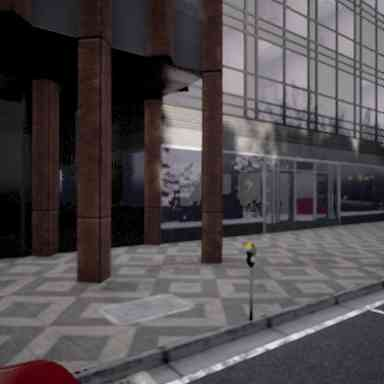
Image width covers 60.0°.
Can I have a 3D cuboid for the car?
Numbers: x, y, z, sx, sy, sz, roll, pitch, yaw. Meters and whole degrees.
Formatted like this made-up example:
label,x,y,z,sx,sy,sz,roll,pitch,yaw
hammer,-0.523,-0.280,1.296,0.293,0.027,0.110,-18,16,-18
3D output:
label,x,y,z,sx,sy,sz,roll,pitch,yaw
car,-2.420,1.539,0.796,4.507,1.381,1.887,0,0,-36
